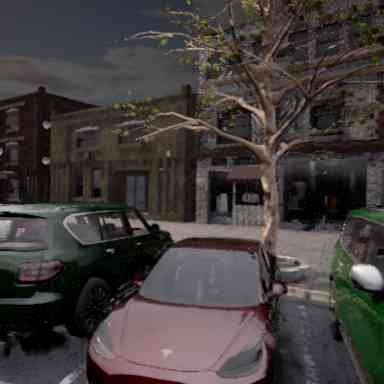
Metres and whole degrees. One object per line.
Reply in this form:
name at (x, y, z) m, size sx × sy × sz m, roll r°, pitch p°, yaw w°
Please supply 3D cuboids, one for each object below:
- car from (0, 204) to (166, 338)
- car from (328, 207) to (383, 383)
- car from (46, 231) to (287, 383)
car at (-2.097, 1.254, 6.938) m, size 2.435 × 2.045 × 5.566 m, roll 0°, pitch -1°, yaw 15°
car at (2.793, 1.229, 3.390) m, size 2.435 × 2.045 × 5.566 m, roll 0°, pitch -1°, yaw 16°
car at (0.342, 1.522, 5.131) m, size 2.163 × 1.488 × 4.792 m, roll 0°, pitch -1°, yaw 16°
